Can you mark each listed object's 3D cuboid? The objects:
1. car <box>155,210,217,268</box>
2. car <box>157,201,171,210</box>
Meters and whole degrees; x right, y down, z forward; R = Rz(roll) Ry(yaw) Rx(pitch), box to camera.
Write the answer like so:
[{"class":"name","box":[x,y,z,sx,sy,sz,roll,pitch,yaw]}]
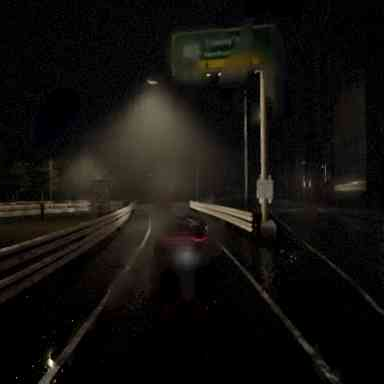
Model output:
[{"class":"car","box":[-0.283,1.603,11.717,2.128,1.511,4.902,0,-1,-3]},{"class":"car","box":[-3.975,2.039,47.405,1.837,1.490,4.892,0,0,-4]}]
